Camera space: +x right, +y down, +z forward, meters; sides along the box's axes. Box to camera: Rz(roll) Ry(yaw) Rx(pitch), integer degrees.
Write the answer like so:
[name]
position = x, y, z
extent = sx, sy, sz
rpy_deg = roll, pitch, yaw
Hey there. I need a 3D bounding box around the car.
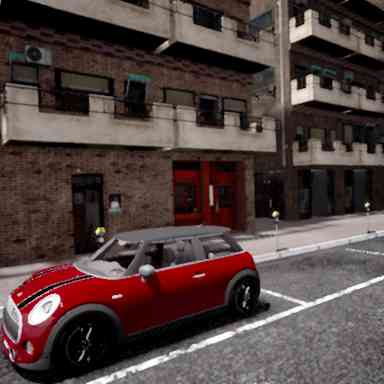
[car]
position = -0.827, 1.373, 5.521
extent = 4.097, 1.590, 1.967
rpy_deg = -2, 0, -35
